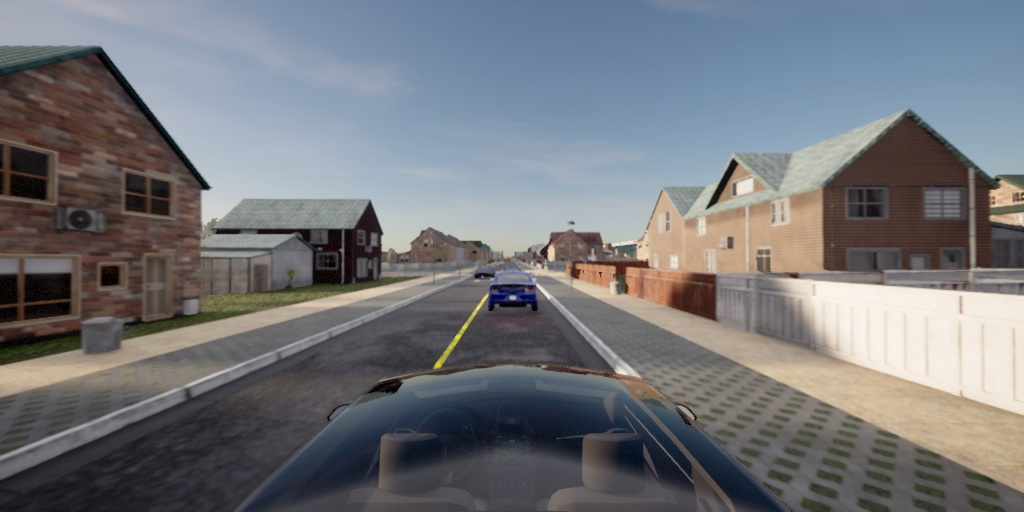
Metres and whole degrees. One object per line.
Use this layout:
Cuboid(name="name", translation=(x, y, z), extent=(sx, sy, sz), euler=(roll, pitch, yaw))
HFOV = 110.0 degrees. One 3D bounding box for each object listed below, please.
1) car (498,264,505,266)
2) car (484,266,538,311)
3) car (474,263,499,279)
Cuboid(name="car", translation=(0.038, 1.565, 28.824), extent=(1.994, 1.385, 4.181), euler=(0, -1, 1))
Cuboid(name="car", translation=(0.052, 1.357, 15.312), extent=(1.882, 1.535, 5.008), euler=(0, 0, 0))
Cuboid(name="car", translation=(-2.781, 1.622, 37.106), extent=(2.033, 1.411, 5.357), euler=(0, -1, 1))
